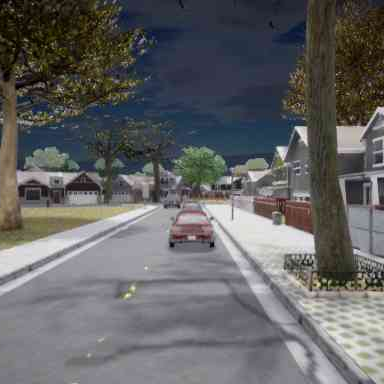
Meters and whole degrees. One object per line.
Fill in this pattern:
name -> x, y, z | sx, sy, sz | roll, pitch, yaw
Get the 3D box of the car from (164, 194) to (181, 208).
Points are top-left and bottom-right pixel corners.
car -> -2.750, 1.348, 47.427 | 2.150, 2.045, 5.566 | 0, 0, 0

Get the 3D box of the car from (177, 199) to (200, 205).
car -> 0.000, 1.572, 29.650 | 2.033, 1.411, 5.357 | 0, 0, 0

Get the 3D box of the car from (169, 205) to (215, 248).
car -> 0.000, 1.534, 14.650 | 1.812, 1.442, 4.674 | 0, 0, 0
